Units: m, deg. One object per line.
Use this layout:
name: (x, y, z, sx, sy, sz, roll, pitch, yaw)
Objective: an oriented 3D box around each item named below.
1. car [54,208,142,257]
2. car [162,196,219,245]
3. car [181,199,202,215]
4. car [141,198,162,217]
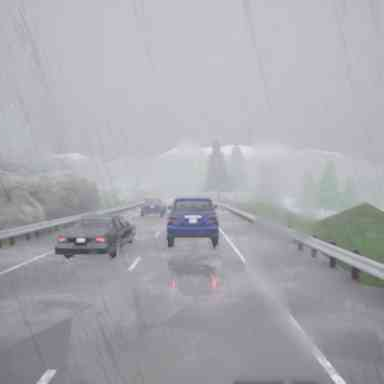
car: (-3.452, 1.544, 12.812, 2.033, 1.411, 5.357, 0, 0, 0)
car: (0.029, 1.207, 15.495, 2.150, 2.045, 5.566, 0, 0, 0)
car: (-0.057, 1.517, 35.378, 2.033, 1.411, 5.357, 0, 0, 0)
car: (-3.539, 1.333, 31.605, 2.097, 1.767, 4.553, 0, 0, 0)
